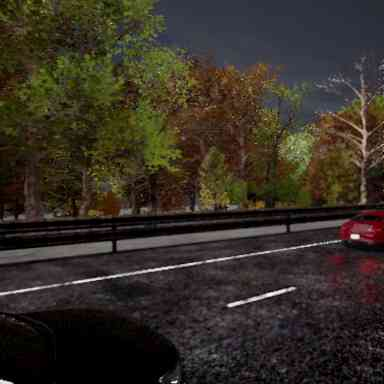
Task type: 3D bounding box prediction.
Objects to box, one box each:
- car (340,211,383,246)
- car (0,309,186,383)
[{"bbox_3d":[7.985,1.509,13.847,4.674,1.442,1.812,0,0,-36],"label":"car"},{"bbox_3d":[-2.288,1.506,2.126,4.892,1.490,1.837,0,0,-36],"label":"car"}]
